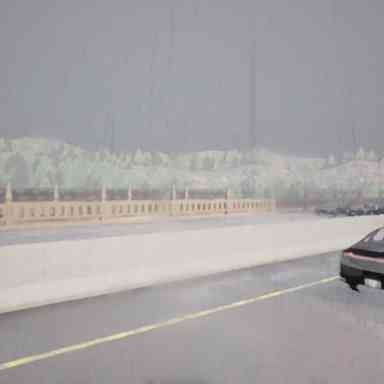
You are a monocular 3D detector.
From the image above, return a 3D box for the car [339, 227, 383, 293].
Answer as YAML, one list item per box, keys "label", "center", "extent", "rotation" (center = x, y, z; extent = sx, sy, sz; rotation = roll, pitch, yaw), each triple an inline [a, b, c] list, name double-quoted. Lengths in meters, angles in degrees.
- label: "car"
  center: [5.349, 1.504, 7.669]
  extent: [4.902, 1.511, 2.128]
  rotation: [0, 0, -36]

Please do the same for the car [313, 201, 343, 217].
- label: "car"
  center: [13.781, 1.590, 31.747]
  extent: [5.357, 1.411, 2.033]
  rotation: [0, 0, -37]

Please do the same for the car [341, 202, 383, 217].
- label: "car"
  center: [15.080, 1.643, 28.340]
  extent: [4.718, 1.301, 1.895]
  rotation: [0, 0, -37]
